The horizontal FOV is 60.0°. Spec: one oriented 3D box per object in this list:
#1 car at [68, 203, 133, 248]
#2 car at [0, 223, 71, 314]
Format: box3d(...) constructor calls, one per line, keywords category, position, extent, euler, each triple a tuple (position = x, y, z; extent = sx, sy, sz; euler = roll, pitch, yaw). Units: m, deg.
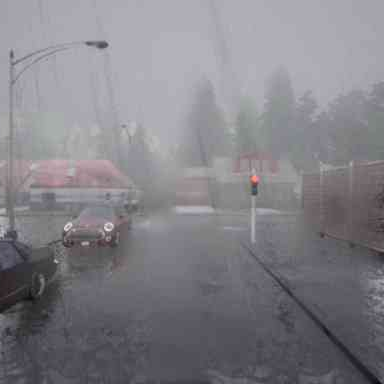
box3d(category="car", position=(-3.994, 1.335, 14.718), extent=(2.097, 1.767, 4.553), euler=(0, 0, 0))
box3d(category="car", position=(-4.077, 1.541, 5.556), extent=(2.033, 1.411, 5.357), euler=(0, 0, 0))
